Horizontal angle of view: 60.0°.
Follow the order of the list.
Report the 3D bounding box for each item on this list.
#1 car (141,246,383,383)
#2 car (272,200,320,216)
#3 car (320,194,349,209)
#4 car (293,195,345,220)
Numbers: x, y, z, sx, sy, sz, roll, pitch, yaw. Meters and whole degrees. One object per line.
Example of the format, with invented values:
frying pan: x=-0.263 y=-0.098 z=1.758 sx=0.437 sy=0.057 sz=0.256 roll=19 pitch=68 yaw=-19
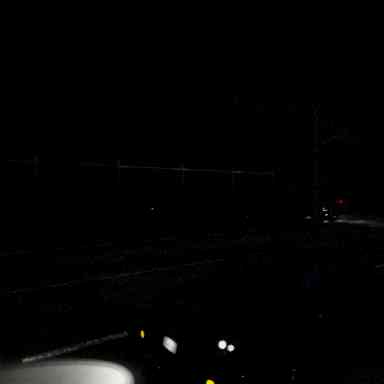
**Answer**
car: x=1.369 y=1.564 z=4.968 sx=4.181 sy=1.385 sz=1.994 roll=0 pitch=0 yaw=-36
car: x=10.678 y=1.581 z=34.463 sx=1.812 sy=1.442 sz=4.674 roll=0 pitch=0 yaw=-36
car: x=15.758 y=1.276 z=39.698 sx=2.150 sy=2.045 sz=5.566 roll=0 pitch=0 yaw=-36
car: x=10.317 y=1.406 z=28.744 sx=2.097 sy=1.767 sz=4.553 roll=0 pitch=0 yaw=-33
